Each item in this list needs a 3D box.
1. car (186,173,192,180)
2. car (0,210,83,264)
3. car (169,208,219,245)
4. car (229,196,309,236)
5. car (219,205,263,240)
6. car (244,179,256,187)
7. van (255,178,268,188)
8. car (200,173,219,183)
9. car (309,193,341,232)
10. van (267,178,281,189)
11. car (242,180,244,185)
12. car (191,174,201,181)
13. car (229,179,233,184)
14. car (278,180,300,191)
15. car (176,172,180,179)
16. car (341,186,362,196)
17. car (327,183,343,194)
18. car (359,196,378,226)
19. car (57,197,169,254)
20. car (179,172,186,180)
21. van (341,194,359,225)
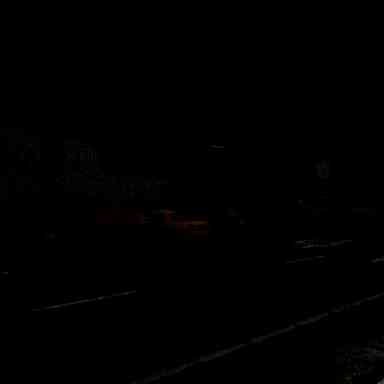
[{"bbox_3d":[1.294,-3.855,86.981,2.185,1.767,4.553,6,3,34],"label":"car"},{"bbox_3d":[-6.445,1.523,11.952,4.792,1.488,2.163,-1,-1,34],"label":"car"},{"bbox_3d":[-1.686,1.501,15.532,5.366,1.575,1.946,-1,-1,34],"label":"car"},{"bbox_3d":[3.342,1.260,18.925,5.566,2.045,2.435,-1,-1,35],"label":"car"},{"bbox_3d":[0.918,1.546,17.164,4.674,1.452,2.002,-1,-1,35],"label":"car"},{"bbox_3d":[13.646,-1.816,69.983,1.946,1.575,5.366,7,3,35],"label":"car"},{"bbox_3d":[15.225,-1.768,67.254,1.878,1.987,4.442,7,4,35],"label":"van"},{"bbox_3d":[4.947,-3.180,82.262,1.946,1.575,5.366,7,3,34],"label":"car"},{"bbox_3d":[5.853,1.265,20.634,5.566,2.045,2.435,-1,-1,35],"label":"car"},{"bbox_3d":[16.958,-1.495,64.786,1.878,1.987,4.442,7,4,35],"label":"van"},{"bbox_3d":[11.811,-2.048,72.300,2.002,1.452,4.674,7,3,35],"label":"car"},{"bbox_3d":[3.092,-3.703,84.518,2.435,2.045,5.566,7,3,34],"label":"car"},{"bbox_3d":[10.064,-2.321,74.760,2.002,1.452,4.674,7,3,35],"label":"car"},{"bbox_3d":[18.722,-0.997,62.426,2.231,1.521,4.892,7,3,35],"label":"car"},{"bbox_3d":[-2.215,-4.367,91.793,2.435,2.045,5.566,1,-1,34],"label":"car"},{"bbox_3d":[25.639,0.132,52.580,2.002,1.452,4.674,7,3,35],"label":"car"},{"bbox_3d":[23.944,-0.430,55.049,2.435,2.045,5.566,7,3,35],"label":"car"},{"bbox_3d":[10.795,1.401,24.063,4.553,1.767,2.185,-1,-1,35],"label":"car"},{"bbox_3d":[-4.003,1.246,13.701,5.566,2.045,2.435,-1,-1,34],"label":"car"},{"bbox_3d":[-0.440,-4.089,89.448,2.185,1.767,4.553,4,1,33],"label":"car"},{"bbox_3d":[8.389,1.294,22.308,4.442,1.987,1.878,-1,-1,35],"label":"van"}]
